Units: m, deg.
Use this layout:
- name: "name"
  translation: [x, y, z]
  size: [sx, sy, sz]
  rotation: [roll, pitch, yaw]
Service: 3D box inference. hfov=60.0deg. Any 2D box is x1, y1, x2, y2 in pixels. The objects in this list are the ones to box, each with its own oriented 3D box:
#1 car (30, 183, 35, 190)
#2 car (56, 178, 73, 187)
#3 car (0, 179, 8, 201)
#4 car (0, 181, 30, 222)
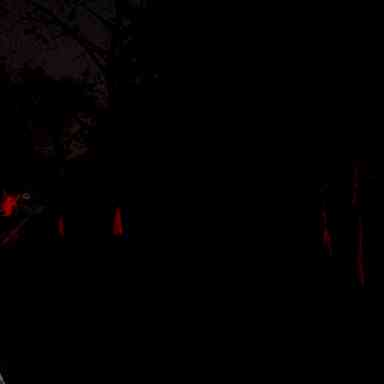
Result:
- name: "car"
  translation: [-19.891, -0.691, 39.608]
  size: [1.895, 1.301, 4.718]
  rotation: [0, 4, -11]
- name: "car"
  translation: [-17.526, -1.183, 46.165]
  size: [2.033, 1.411, 5.357]
  rotation: [0, 4, -11]
- name: "car"
  translation: [-17.380, -0.101, 27.963]
  size: [2.097, 1.767, 4.553]
  rotation: [0, 4, -13]
- name: "car"
  translation: [-11.047, 0.484, 18.915]
  size: [2.150, 2.045, 5.566]
  rotation: [0, 4, -17]
